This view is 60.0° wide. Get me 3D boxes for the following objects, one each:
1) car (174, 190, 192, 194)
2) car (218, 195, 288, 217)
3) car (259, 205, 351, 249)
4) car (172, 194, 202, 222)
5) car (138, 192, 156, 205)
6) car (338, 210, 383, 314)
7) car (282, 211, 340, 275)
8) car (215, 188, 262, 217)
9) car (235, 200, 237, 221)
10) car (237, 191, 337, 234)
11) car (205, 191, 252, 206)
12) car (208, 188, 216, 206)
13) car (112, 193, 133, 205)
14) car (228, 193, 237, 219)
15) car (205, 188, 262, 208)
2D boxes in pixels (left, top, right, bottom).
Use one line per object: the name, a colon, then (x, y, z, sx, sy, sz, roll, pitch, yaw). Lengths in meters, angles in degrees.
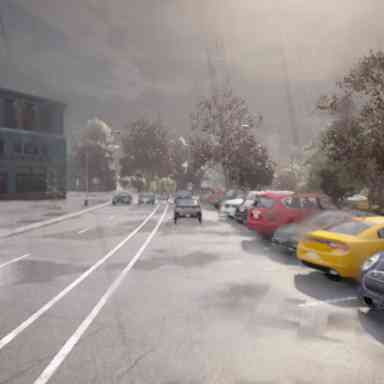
car: (-1.107, 0.533, 40.521, 2.097, 1.767, 4.553, 0, 2, -3)
car: (4.967, 1.103, 26.939, 5.366, 1.575, 1.946, 0, 1, -22)
car: (5.219, 1.397, 11.989, 4.892, 1.521, 2.231, 0, 1, -21)
car: (-0.335, 1.202, 23.262, 2.128, 1.511, 4.902, 0, 2, -2)
car: (-5.275, 0.718, 39.183, 2.128, 1.511, 4.902, 0, 2, -3)
car: (5.321, 1.319, 6.052, 4.553, 1.767, 2.185, 1, 1, -21)
car: (5.252, 1.423, 9.020, 5.008, 1.535, 2.097, 1, 0, -21)
car: (4.883, 0.933, 23.863, 5.566, 2.045, 2.435, 0, 2, -22)
car: (5.107, 1.340, 17.954, 4.792, 1.488, 2.163, 0, 1, -22)
car: (5.181, 1.107, 14.976, 5.566, 2.045, 2.435, 0, 1, -21)
car: (4.249, 0.733, 38.730, 4.892, 1.521, 2.231, 0, 2, -23)
car: (4.527, 0.671, 32.769, 5.566, 2.045, 2.435, 0, 2, -23)
car: (-8.072, 0.796, 39.004, 1.994, 1.385, 4.181, 0, 2, -3)
car: (4.973, 1.126, 20.898, 4.553, 1.767, 2.185, 0, 1, -22)
car: (4.435, 0.576, 35.769, 5.566, 2.045, 2.435, 0, 2, -23)
